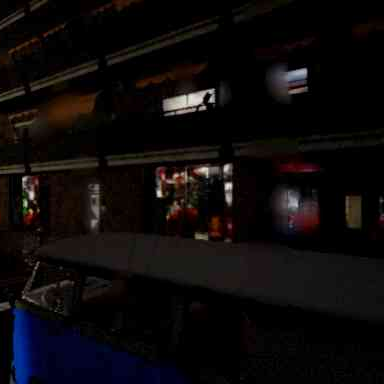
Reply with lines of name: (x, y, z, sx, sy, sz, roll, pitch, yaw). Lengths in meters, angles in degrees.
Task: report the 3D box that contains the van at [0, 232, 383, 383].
van: (0.047, 1.341, 2.847, 3.998, 1.788, 1.690, 0, 0, 36)
